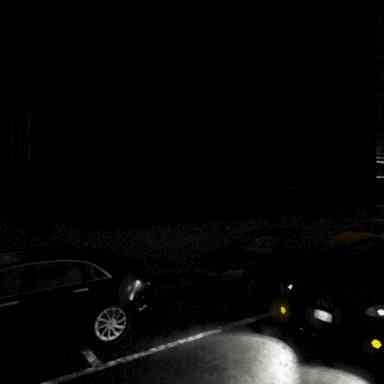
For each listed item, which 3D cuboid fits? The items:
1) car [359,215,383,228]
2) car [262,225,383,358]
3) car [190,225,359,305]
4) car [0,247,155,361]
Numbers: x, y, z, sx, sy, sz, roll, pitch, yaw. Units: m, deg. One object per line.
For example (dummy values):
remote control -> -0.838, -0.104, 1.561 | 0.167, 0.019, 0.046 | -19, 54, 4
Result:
car -> 6.376, 1.473, 11.103 | 4.829, 1.417, 1.752 | 0, 0, -35
car -> 3.461, 1.536, 5.797 | 4.181, 1.385, 1.994 | 0, 0, -35
car -> 1.927, 1.555, 7.974 | 4.206, 1.307, 1.802 | 0, 0, -35
car -> -2.661, 1.550, 4.746 | 4.403, 1.369, 2.008 | 0, 0, -35
